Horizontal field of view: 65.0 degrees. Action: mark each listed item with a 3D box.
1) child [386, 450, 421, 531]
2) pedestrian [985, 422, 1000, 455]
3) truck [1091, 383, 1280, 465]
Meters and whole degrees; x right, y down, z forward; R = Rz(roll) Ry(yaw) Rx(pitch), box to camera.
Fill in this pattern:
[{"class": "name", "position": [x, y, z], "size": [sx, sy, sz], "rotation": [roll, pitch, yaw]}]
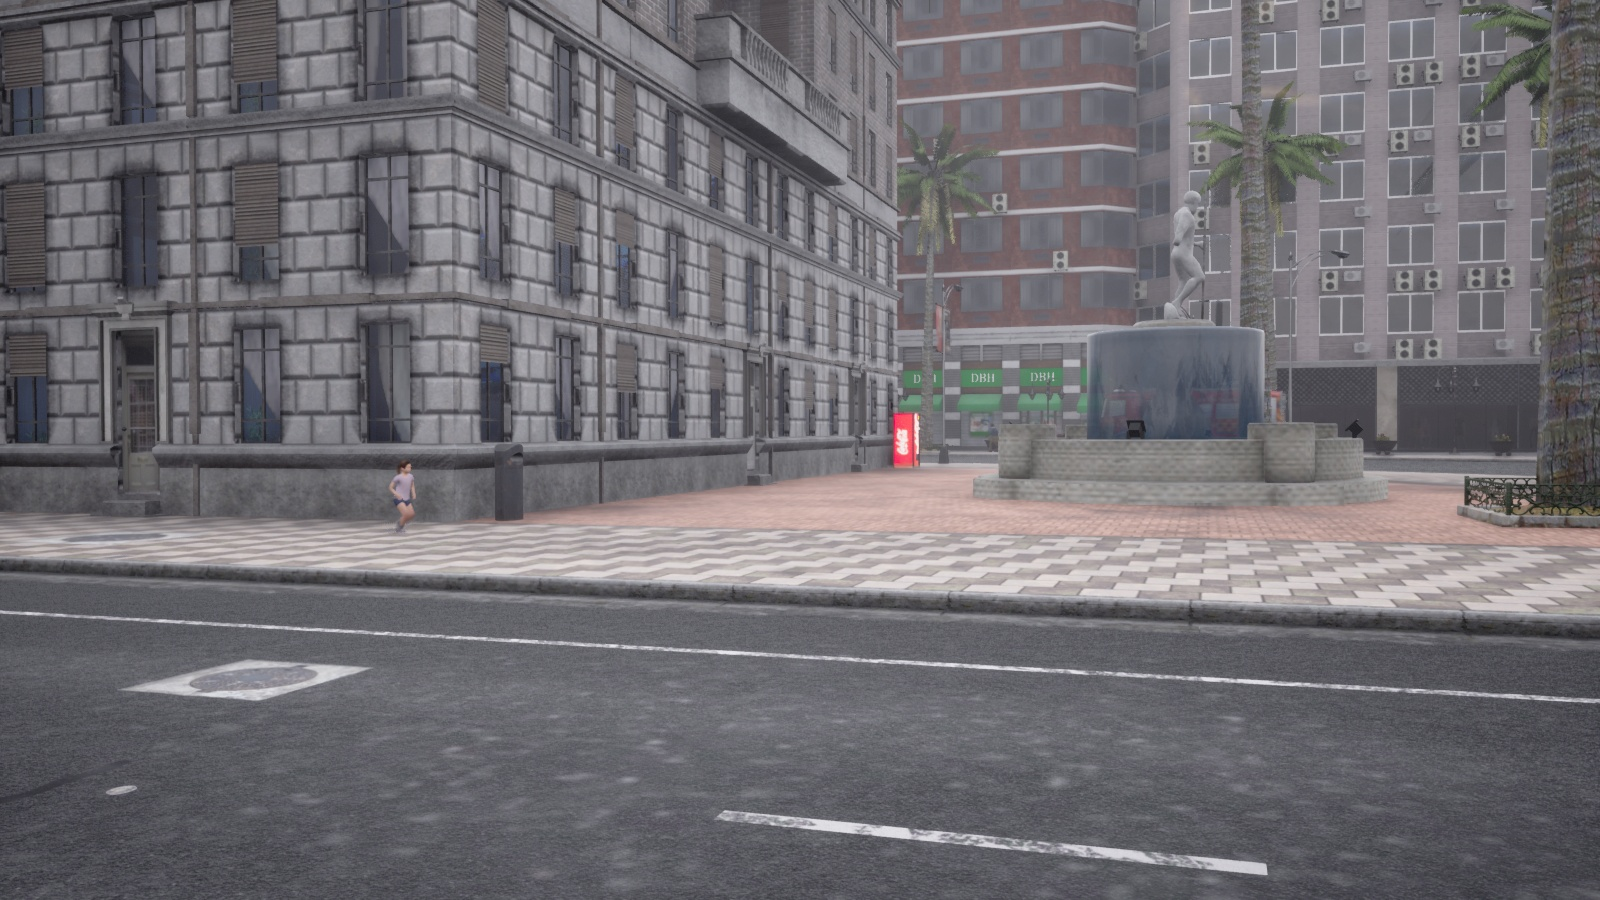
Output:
[{"class": "child", "position": [-5.510, 0.563, 17.473], "size": [0.394, 1.110, 0.255], "rotation": [1, 1, 26]}, {"class": "pedestrian", "position": [11.599, -0.684, 75.613], "size": [0.788, 1.949, 0.423], "rotation": [1, 1, 29]}, {"class": "truck", "position": [18.961, -1.263, 62.174], "size": [8.468, 3.827, 2.891], "rotation": [1, 1, 40]}]
